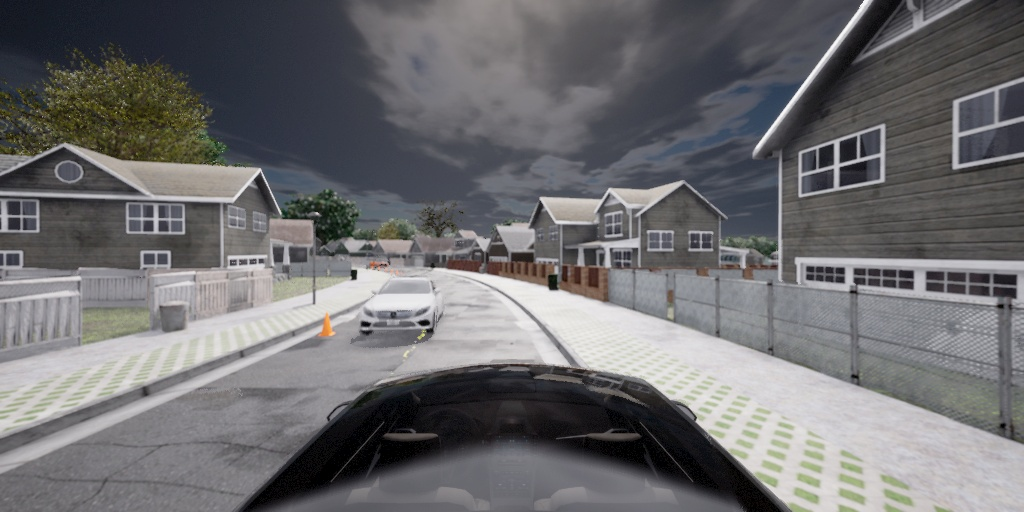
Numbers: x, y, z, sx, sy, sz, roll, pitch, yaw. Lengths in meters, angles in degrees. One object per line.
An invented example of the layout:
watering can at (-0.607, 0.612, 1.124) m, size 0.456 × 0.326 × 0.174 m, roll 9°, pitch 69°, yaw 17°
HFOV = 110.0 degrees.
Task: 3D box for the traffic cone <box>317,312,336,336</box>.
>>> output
traffic cone at (-4.829, 1.761, 9.351) m, size 0.340 × 0.580 × 0.340 m, roll 0°, pitch 0°, yaw -5°

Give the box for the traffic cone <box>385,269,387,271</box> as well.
traffic cone at (-17.916, 1.899, 50.978) m, size 0.340 × 0.580 × 0.340 m, roll 0°, pitch 0°, yaw -30°

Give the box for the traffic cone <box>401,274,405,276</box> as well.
traffic cone at (-8.470, 1.895, 28.518) m, size 0.340 × 0.580 × 0.340 m, roll 0°, pitch 0°, yaw -16°

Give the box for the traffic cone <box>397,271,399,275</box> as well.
traffic cone at (-11.616, 1.918, 37.763) m, size 0.340 × 0.580 × 0.340 m, roll 0°, pitch 0°, yaw -21°

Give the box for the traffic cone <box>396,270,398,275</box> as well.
traffic cone at (-13.510, 1.918, 42.264) m, size 0.340 × 0.580 × 0.340 m, roll 0°, pitch 0°, yaw -24°

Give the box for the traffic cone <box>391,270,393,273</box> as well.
traffic cone at (-15.611, 1.909, 46.673) m, size 0.340 × 0.580 × 0.340 m, roll 0°, pitch 0°, yaw -27°

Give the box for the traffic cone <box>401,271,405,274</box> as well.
traffic cone at (-9.934, 1.911, 33.178) m, size 0.340 × 0.580 × 0.340 m, roll 0°, pitch 0°, yaw -19°

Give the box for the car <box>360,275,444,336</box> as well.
car at (-3.095, 1.340, 10.865) m, size 1.812 × 1.442 × 4.674 m, roll 0°, pitch 0°, yaw -7°

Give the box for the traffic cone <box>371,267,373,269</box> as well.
traffic cone at (-23.120, 1.881, 59.242) m, size 0.340 × 0.580 × 0.340 m, roll 0°, pitch 0°, yaw -35°
